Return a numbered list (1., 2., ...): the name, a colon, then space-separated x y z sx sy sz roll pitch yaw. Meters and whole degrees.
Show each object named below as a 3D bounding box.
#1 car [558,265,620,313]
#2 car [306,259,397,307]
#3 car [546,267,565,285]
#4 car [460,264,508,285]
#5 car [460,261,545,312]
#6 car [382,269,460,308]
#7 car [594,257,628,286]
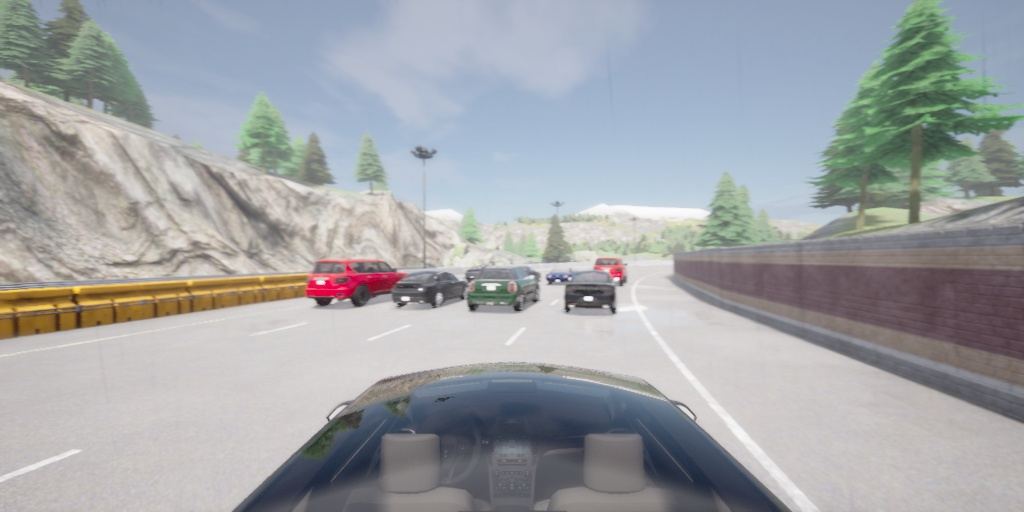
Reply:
1. car: 3.297 1.307 14.644 1.882 1.535 5.008 -1 0 16
2. car: -6.964 1.164 17.002 2.150 2.045 5.566 -1 0 16
3. car: 4.160 1.539 28.269 1.895 1.301 4.718 -1 0 21
4. car: -2.290 1.516 30.978 2.128 1.511 4.902 -1 0 22
5. car: -0.192 1.218 15.205 2.097 1.767 4.553 -1 -1 16
6. car: -3.500 1.417 16.346 1.837 1.490 4.892 -1 0 16
7. car: 7.380 1.112 26.914 2.150 2.045 5.566 -1 0 21
